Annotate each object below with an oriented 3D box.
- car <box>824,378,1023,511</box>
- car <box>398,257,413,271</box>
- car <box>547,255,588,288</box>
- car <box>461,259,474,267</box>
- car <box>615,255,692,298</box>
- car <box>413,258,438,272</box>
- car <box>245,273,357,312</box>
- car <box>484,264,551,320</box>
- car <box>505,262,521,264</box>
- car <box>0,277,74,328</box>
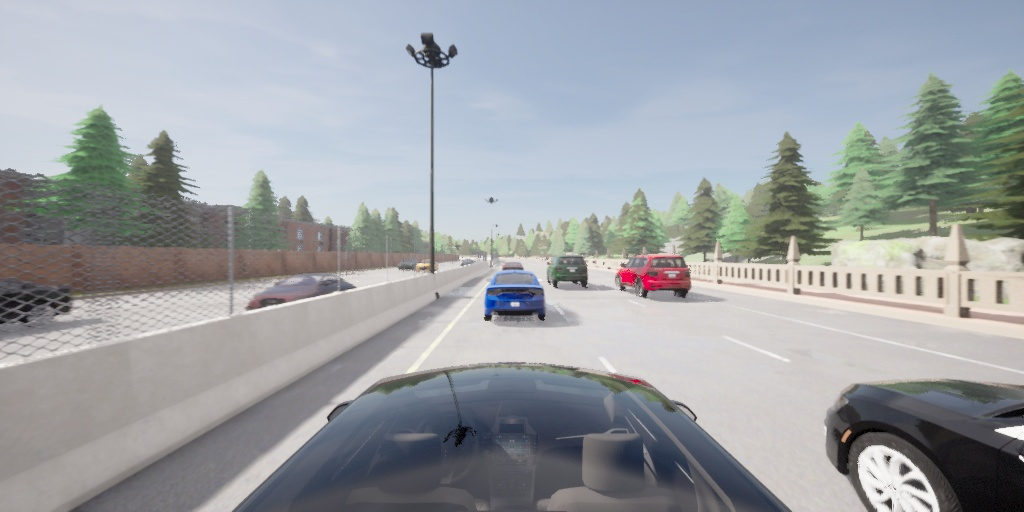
[{"bbox_3d":[3.600,1.255,1.057,1.837,1.490,4.892,0,0,0],"label":"car"},{"bbox_3d":[-14.103,1.095,49.405,2.097,1.767,4.553,0,0,0],"label":"car"},{"bbox_3d":[3.602,0.968,24.013,2.150,2.045,5.566,0,0,0],"label":"car"},{"bbox_3d":[-7.226,1.267,59.240,1.812,1.442,4.674,0,0,-1],"label":"car"},{"bbox_3d":[7.101,0.969,18.564,2.150,2.045,5.566,0,0,0],"label":"car"},{"bbox_3d":[-10.590,1.221,45.185,1.882,1.535,5.008,0,0,0],"label":"car"},{"bbox_3d":[-7.100,1.312,12.583,1.994,1.385,4.181,0,0,0],"label":"car"},{"bbox_3d":[0.094,1.226,12.685,1.882,1.535,5.008,0,0,0],"label":"car"},{"bbox_3d":[0.102,1.223,31.049,1.882,1.535,5.008,0,0,0],"label":"car"},{"bbox_3d":[-14.100,1.227,8.597,1.882,1.535,5.008,0,0,0],"label":"car"}]
